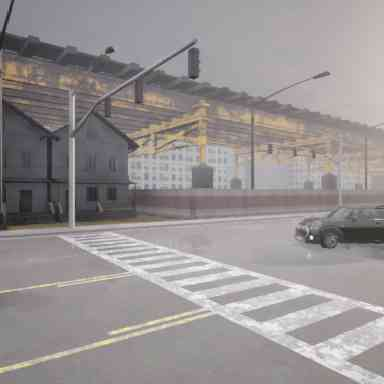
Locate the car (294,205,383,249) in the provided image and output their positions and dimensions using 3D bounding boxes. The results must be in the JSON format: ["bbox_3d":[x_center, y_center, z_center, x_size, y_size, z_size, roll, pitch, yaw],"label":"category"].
[{"bbox_3d":[6.754,1.352,14.080,4.553,1.767,2.097,0,0,-3],"label":"car"}]
